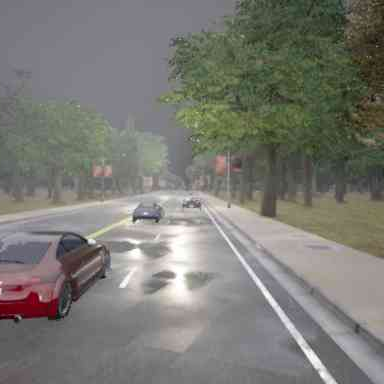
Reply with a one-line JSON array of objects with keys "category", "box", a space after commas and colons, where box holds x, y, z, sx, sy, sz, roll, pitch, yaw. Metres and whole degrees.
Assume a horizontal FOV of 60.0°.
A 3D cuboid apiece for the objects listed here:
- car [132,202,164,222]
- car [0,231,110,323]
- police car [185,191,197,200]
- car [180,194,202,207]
[{"category": "car", "box": [-3.186, 1.416, 24.751, 1.994, 1.385, 4.181, 0, 0, 0]}, {"category": "car", "box": [-3.154, 1.527, 7.236, 1.994, 1.385, 4.181, 0, 0, 0]}, {"category": "police car", "box": [-0.186, 0.576, 59.578, 2.038, 1.542, 4.974, 0, 1, 0]}, {"category": "car", "box": [-0.048, 0.952, 29.430, 1.812, 1.442, 4.674, 0, 1, 0]}]
